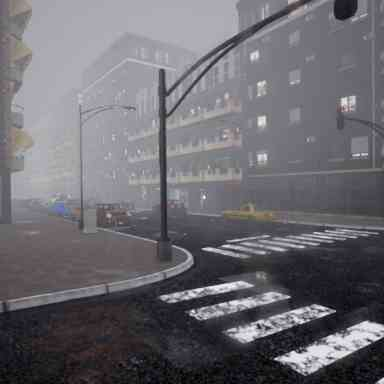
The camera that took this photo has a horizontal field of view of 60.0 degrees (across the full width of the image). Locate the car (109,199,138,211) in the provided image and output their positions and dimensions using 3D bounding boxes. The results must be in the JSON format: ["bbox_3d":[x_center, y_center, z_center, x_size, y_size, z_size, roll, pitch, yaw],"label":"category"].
[{"bbox_3d":[-8.789,1.581,42.278,2.008,1.369,4.403,-1,1,-36],"label":"car"}]

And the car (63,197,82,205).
[{"bbox_3d":[-21.696,1.644,60.263,2.008,1.369,4.403,-1,1,-36],"label":"car"}]

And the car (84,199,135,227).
[{"bbox_3d":[-5.918,1.552,23.904,1.967,1.590,4.097,-1,1,-36],"label":"car"}]

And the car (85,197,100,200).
[{"bbox_3d":[-15.244,1.501,51.269,1.967,1.590,4.097,-1,1,-36],"label":"car"}]

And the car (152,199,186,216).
[{"bbox_3d":[-2.336,1.440,33.284,1.967,1.590,4.097,-1,1,-36],"label":"car"}]

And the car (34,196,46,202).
[{"bbox_3d":[-37.831,1.727,82.744,1.887,1.381,4.507,-1,1,-36],"label":"car"}]

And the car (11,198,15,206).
[{"bbox_3d":[-31.731,1.782,59.873,1.887,1.381,4.507,-1,1,-36],"label":"car"}]

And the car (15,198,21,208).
[{"bbox_3d":[-25.277,1.769,50.881,1.947,1.339,4.313,-1,1,-36],"label":"car"}]

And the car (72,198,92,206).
[{"bbox_3d":[-18.469,1.643,55.766,1.947,1.339,4.313,-1,1,-36],"label":"car"}]

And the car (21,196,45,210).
[{"bbox_3d":[-22.052,1.628,46.384,1.967,1.590,4.097,-1,1,-36],"label":"car"}]

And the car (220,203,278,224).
[{"bbox_3d":[4.019,1.497,24.432,1.752,1.417,4.829,-1,1,-36],"label":"car"}]

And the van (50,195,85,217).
[{"bbox_3d":[-12.373,1.483,32.894,1.690,1.788,3.998,-1,1,-36],"label":"van"}]

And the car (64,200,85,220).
[{"bbox_3d":[-9.044,1.652,28.262,1.752,1.417,4.829,-1,1,-36],"label":"car"}]
